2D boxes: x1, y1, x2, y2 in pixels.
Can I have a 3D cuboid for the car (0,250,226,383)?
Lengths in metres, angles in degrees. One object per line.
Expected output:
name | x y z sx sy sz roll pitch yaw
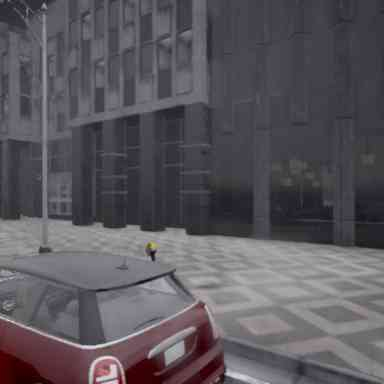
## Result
car | -1.733 1.462 4.082 4.097 1.590 1.967 0 0 35
